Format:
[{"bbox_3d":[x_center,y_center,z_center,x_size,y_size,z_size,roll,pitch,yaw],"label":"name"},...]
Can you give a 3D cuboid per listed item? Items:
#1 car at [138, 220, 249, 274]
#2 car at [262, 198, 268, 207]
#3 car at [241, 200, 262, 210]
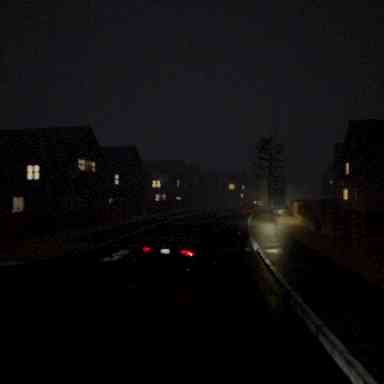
[{"bbox_3d":[0.348,1.634,11.005,2.033,1.411,5.357,0,-1,25],"label":"car"},{"bbox_3d":[12.312,1.863,58.927,2.128,1.511,4.902,0,0,24],"label":"car"},{"bbox_3d":[8.613,1.929,49.360,1.895,1.301,4.718,0,0,21],"label":"car"}]
